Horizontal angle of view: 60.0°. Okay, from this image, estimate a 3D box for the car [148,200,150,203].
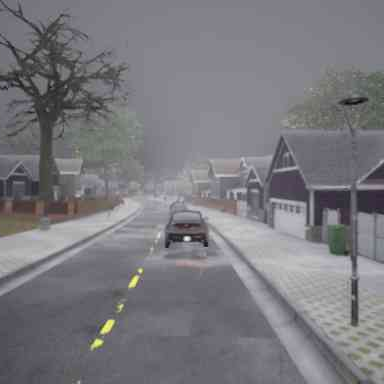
[{"bbox_3d":[-7.022,1.708,58.585,2.128,1.511,4.902,0,0,-8],"label":"car"}]

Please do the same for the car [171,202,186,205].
[{"bbox_3d":[-1.403,1.722,34.187,2.033,1.411,5.357,0,0,-5],"label":"car"}]

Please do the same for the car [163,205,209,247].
[{"bbox_3d":[-0.269,1.560,15.301,1.837,1.490,4.892,0,0,-2],"label":"car"}]
